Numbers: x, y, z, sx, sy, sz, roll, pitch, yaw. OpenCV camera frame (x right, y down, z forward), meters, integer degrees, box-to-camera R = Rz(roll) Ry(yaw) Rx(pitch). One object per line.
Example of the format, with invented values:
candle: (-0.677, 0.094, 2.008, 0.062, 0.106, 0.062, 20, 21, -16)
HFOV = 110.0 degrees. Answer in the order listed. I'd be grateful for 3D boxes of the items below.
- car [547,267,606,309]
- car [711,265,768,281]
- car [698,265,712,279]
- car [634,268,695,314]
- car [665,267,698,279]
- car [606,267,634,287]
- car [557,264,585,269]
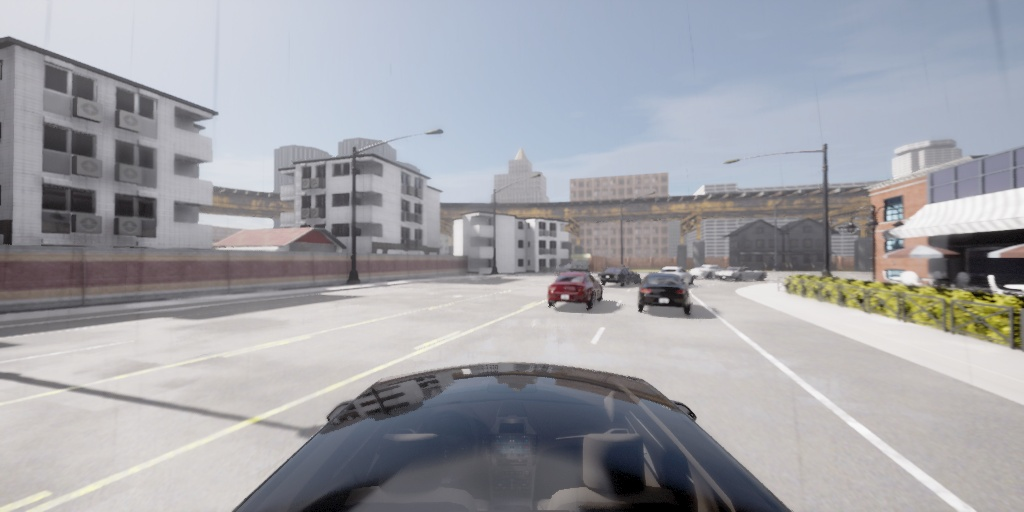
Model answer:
car: (2.863, 1.423, 15.912, 1.812, 1.442, 4.674, 0, 0, 21)
car: (21.495, 1.670, 33.576, 4.718, 1.301, 1.895, 0, -1, -20)
car: (20.657, 1.631, 36.988, 4.674, 1.442, 1.812, 0, -1, -19)
car: (6.137, 1.407, 14.673, 1.812, 1.442, 4.674, 0, 0, 21)
car: (12.195, 1.532, 26.957, 1.812, 1.442, 4.674, -1, -1, 40)
car: (8.353, 1.567, 27.881, 2.033, 1.411, 5.357, 0, -1, 36)
car: (6.799, 1.669, 41.279, 4.892, 1.490, 1.837, 1, -1, -38)
